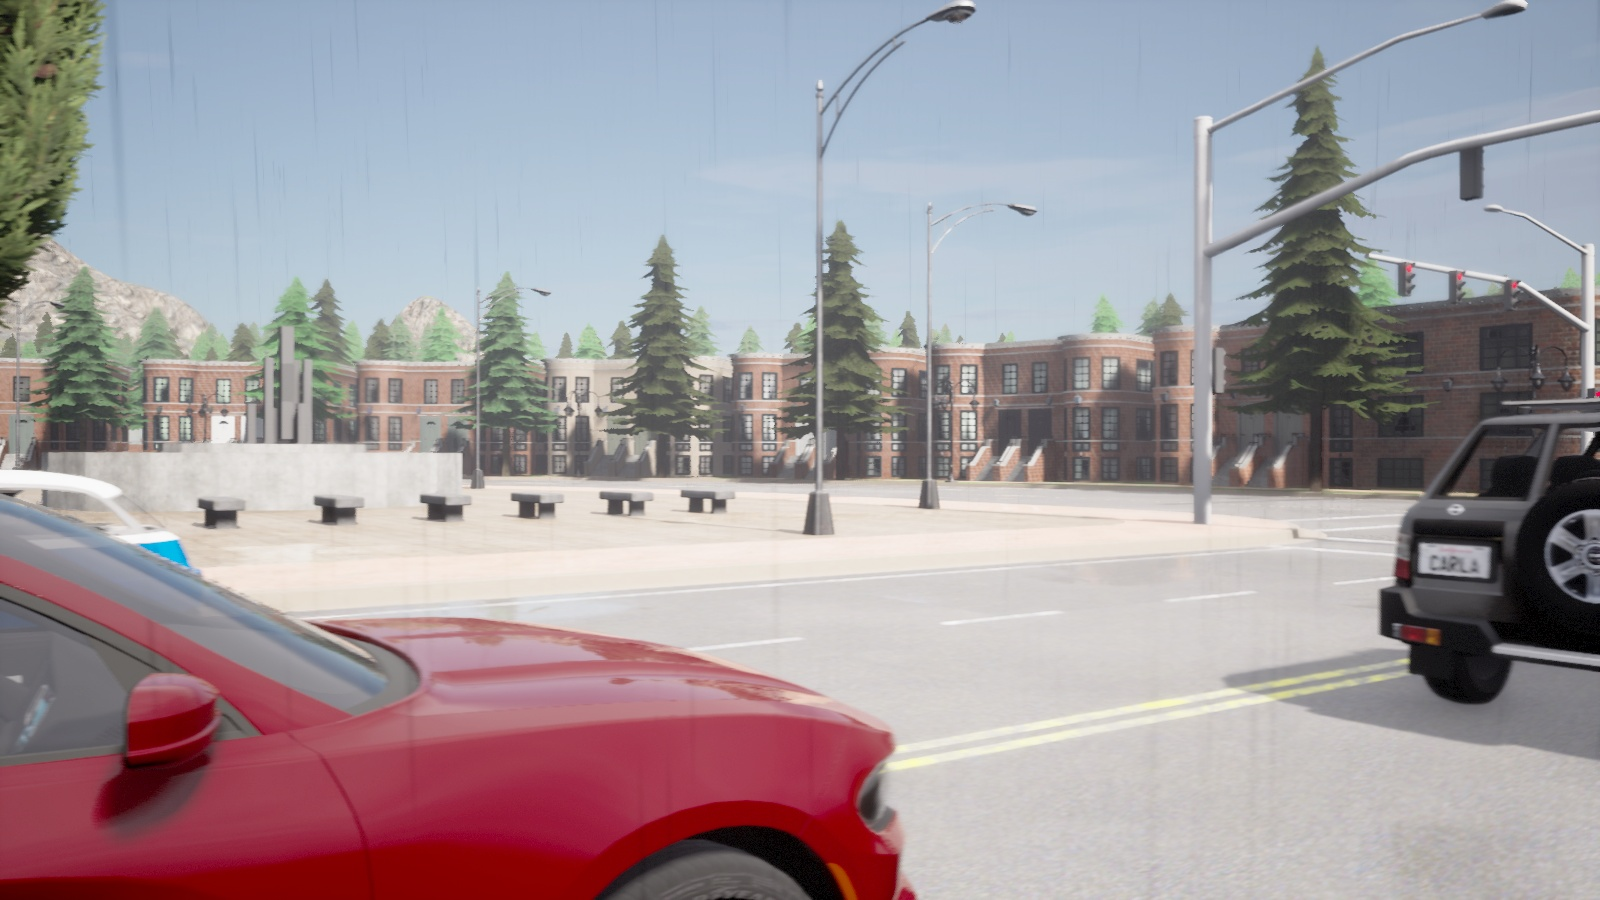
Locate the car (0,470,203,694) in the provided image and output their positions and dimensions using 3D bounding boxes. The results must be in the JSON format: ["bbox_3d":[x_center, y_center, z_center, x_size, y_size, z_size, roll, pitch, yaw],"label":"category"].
[{"bbox_3d":[-5.365,0.832,8.453,2.207,1.376,1.481,0,0,-35],"label":"car"}]

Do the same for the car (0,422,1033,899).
[{"bbox_3d":[-2.055,0.732,2.223,5.008,1.535,1.882,0,0,-35],"label":"car"}]

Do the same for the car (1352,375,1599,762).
[{"bbox_3d":[5.543,0.569,7.577,4.605,1.855,1.932,0,0,-35],"label":"car"}]
